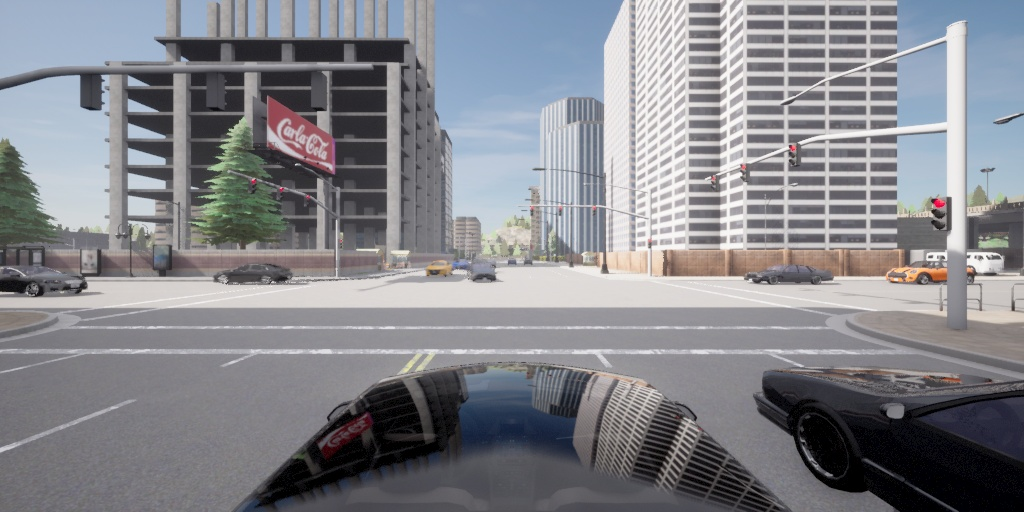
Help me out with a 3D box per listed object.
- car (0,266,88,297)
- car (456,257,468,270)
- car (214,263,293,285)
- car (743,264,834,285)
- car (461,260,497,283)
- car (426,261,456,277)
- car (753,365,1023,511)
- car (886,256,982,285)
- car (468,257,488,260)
[{"bbox_3d":[-24.548,1.241,18.121,4.902,1.511,2.128,0,0,0],"label":"car"},{"bbox_3d":[-7.077,1.227,49.889,1.882,1.535,5.008,0,0,0],"label":"car"},{"bbox_3d":[-18.169,1.254,25.277,4.892,1.490,1.837,0,1,-1],"label":"car"},{"bbox_3d":[19.647,1.297,25.537,5.357,1.411,2.033,0,0,0],"label":"car"},{"bbox_3d":[-2.587,1.297,28.590,2.033,1.411,5.357,0,0,-13],"label":"car"},{"bbox_3d":[-7.085,1.228,35.208,1.882,1.535,5.008,0,0,0],"label":"car"},{"bbox_3d":[3.597,1.297,1.490,2.033,1.411,5.357,0,0,0],"label":"car"},{"bbox_3d":[29.655,1.102,25.558,4.553,1.767,2.097,0,0,1],"label":"car"},{"bbox_3d":[-3.581,1.102,42.029,2.097,1.767,4.553,0,0,0],"label":"car"}]
